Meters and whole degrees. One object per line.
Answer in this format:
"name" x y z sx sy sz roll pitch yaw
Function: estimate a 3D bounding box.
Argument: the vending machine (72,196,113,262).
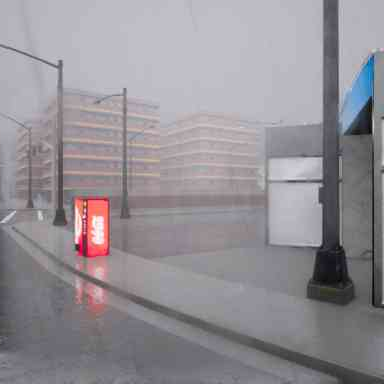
"vending machine" -3.388 1.195 11.293 1.100 2.100 0.880 0 0 -36
